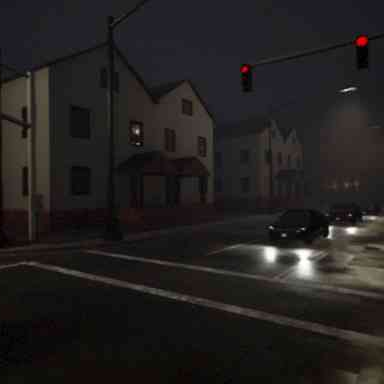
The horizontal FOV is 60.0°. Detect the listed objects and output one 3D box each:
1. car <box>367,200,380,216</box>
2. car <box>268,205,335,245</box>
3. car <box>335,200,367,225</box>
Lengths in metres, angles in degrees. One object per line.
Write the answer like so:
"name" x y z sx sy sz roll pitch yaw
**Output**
"car" 17.265 1.488 32.683 2.033 1.411 5.357 -1 0 36
"car" 5.264 1.550 16.036 1.812 1.442 4.674 -1 0 36
"car" 11.103 1.509 24.139 1.812 1.442 4.674 -1 0 36
